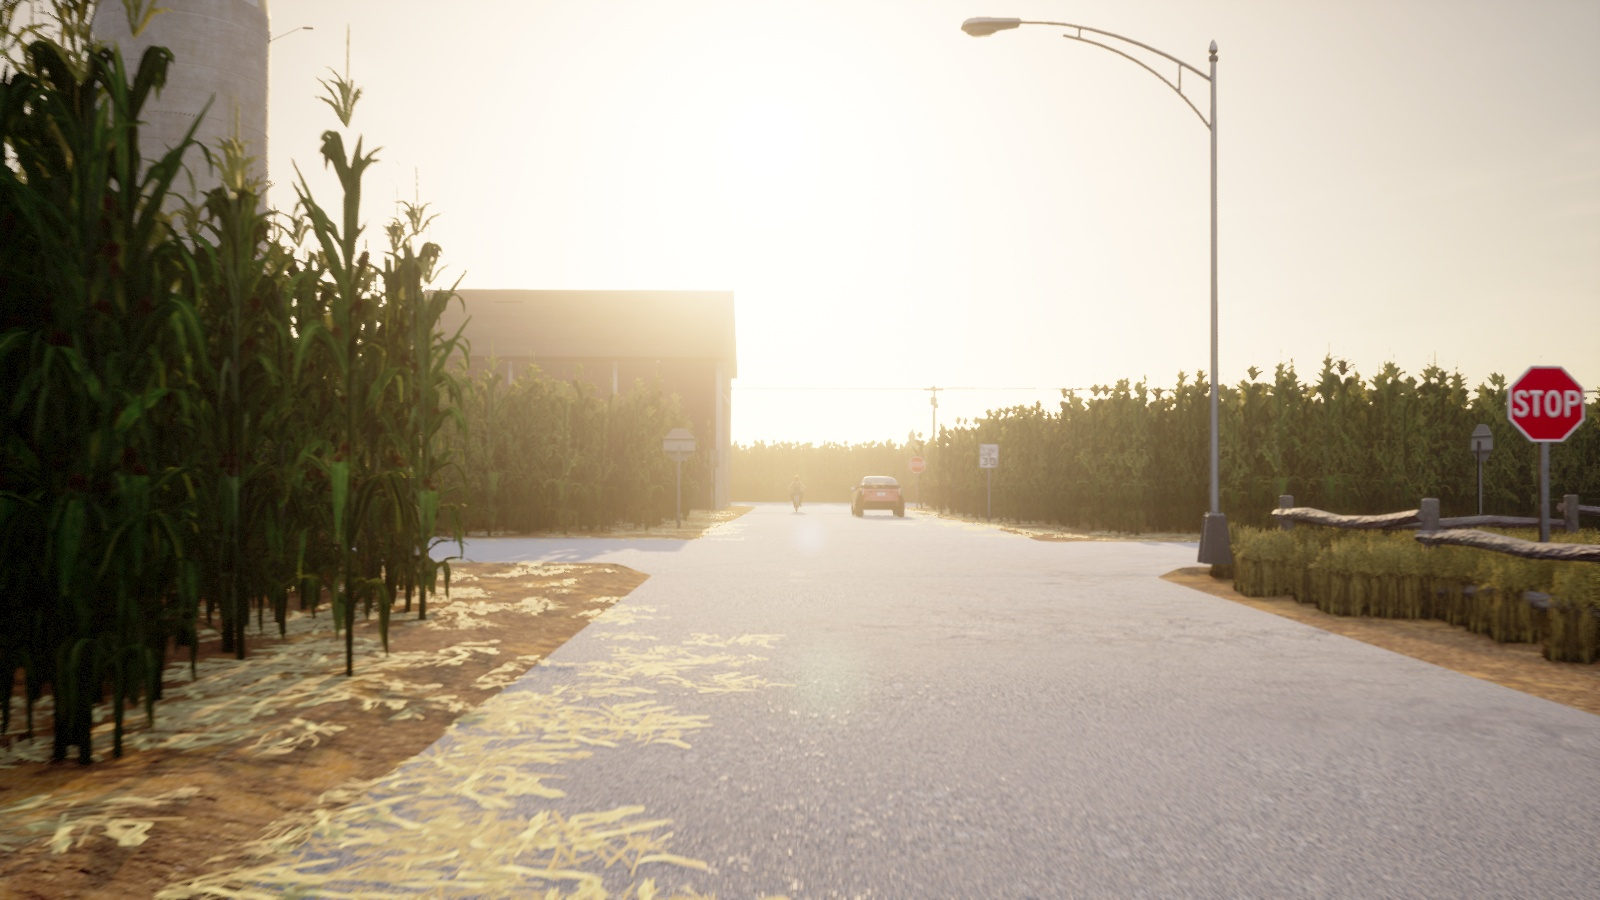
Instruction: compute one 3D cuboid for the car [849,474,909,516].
[{"bbox_3d":[2.983,1.710,48.205,2.007,1.525,4.514,0,-2,0],"label":"car"}]
